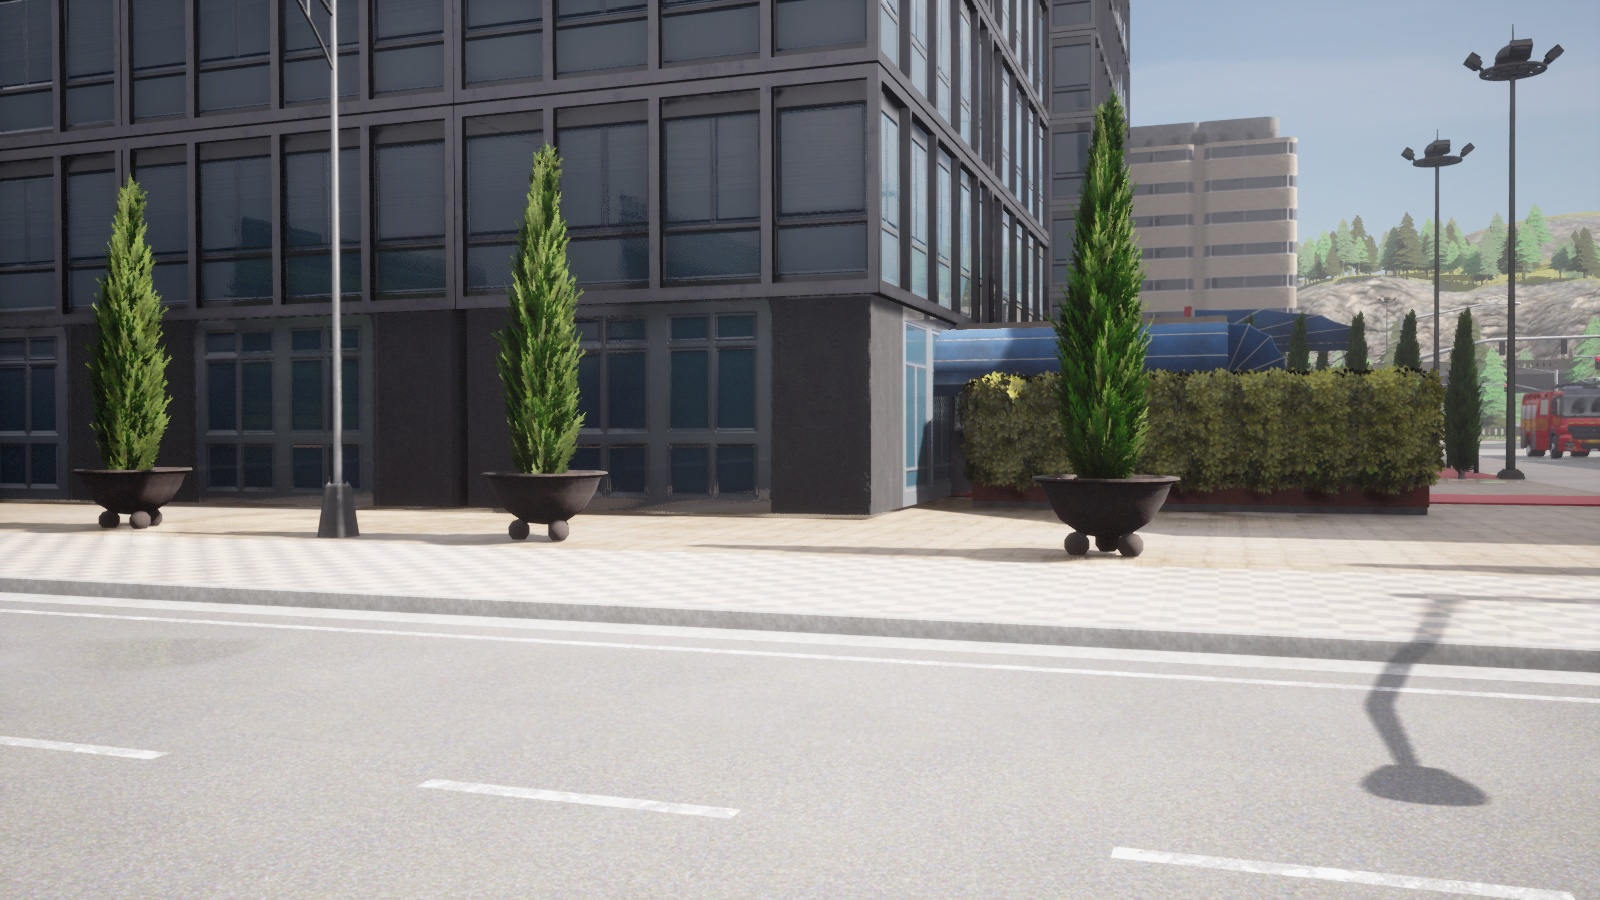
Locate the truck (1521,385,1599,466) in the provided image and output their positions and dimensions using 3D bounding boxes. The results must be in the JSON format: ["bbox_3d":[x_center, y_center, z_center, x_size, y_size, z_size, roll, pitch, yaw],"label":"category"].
[{"bbox_3d":[39.158,-1.210,63.632,2.891,3.827,8.468,1,1,18],"label":"truck"}]
